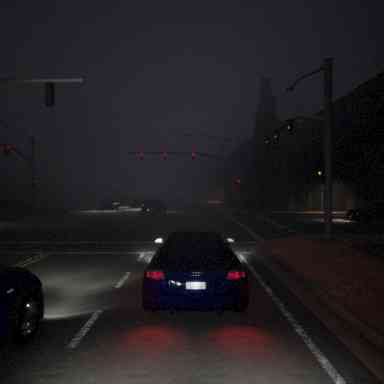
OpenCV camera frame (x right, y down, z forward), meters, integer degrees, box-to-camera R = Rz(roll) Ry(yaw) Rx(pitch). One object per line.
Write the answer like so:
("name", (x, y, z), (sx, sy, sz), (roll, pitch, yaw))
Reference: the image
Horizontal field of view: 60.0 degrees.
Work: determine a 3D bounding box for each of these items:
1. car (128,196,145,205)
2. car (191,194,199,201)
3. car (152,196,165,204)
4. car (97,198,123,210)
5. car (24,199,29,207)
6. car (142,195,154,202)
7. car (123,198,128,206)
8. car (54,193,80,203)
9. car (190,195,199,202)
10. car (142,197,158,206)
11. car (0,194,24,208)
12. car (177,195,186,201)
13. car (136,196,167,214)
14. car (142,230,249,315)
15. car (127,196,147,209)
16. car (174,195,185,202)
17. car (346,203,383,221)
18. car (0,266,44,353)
("car", (-10.269, 1.491, 61.737), (2.128, 1.511, 4.902), (0, 0, 2))
("car", (0.864, 1.395, 83.281), (1.882, 1.535, 5.008), (0, 0, 2))
("car", (-6.622, 1.564, 66.093), (1.994, 1.385, 4.181), (0, 0, 2))
("car", (-10.734, 1.505, 42.892), (1.837, 1.490, 4.892), (0, 0, 1))
("car", (-24.912, 1.156, 46.041), (3.866, 1.878, 1.905), (0, 0, 0))
("car", (-9.866, 1.492, 74.695), (1.994, 1.385, 4.181), (0, 0, 2))
("car", (-10.526, 1.564, 51.801), (1.994, 1.385, 4.181), (0, 0, 4))
("car", (-24.937, 1.156, 65.664), (3.866, 1.878, 1.905), (0, 0, 0))
("car", (0.584, 1.535, 72.637), (2.033, 1.411, 5.357), (0, 0, 2))
("car", (-6.942, 1.526, 55.491), (1.812, 1.442, 4.674), (0, 0, 2))
("car", (-24.969, 1.153, 43.146), (4.605, 1.855, 1.932), (0, 0, 0))
("car", (-2.644, 1.500, 83.028), (1.837, 1.490, 4.892), (0, 0, 2))
("car", (-3.907, 1.505, 34.870), (1.837, 1.490, 4.892), (1, 0, 9))
("car", (0.066, 1.564, 7.677), (1.994, 1.385, 4.181), (0, 0, 0))
("car", (-7.169, 1.564, 46.102), (1.994, 1.385, 4.181), (0, 0, 2))
("car", (-2.916, 1.553, 72.523), (1.994, 1.385, 4.181), (0, 0, 2))
("car", (15.241, 1.547, 26.458), (5.357, 1.411, 2.033), (0, 0, 0))
("car", (-3.442, 1.352, 3.538), (2.097, 1.767, 4.553), (0, 0, 0))
